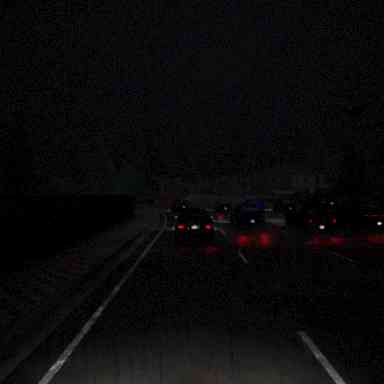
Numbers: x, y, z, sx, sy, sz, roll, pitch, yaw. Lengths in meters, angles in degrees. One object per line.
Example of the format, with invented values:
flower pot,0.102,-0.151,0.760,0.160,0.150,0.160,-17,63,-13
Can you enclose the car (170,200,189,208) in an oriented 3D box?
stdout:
car,-1.279,1.599,37.581,1.994,1.385,4.181,0,0,-11

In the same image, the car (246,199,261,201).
car,7.115,1.514,38.666,1.882,1.535,5.008,0,0,0

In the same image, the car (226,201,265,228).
car,3.608,1.546,22.069,1.812,1.442,4.674,0,0,0

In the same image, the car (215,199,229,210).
car,3.615,1.561,38.151,1.812,1.442,4.674,0,0,0

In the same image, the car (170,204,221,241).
car,0.107,1.563,16.741,2.033,1.411,5.357,0,0,0

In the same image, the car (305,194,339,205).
car,14.102,1.255,36.244,2.150,2.045,5.566,0,0,0

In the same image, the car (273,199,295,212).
car,10.615,1.561,38.138,1.812,1.442,4.674,0,0,0

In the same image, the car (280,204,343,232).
car,7.108,1.620,20.389,1.895,1.301,4.718,0,0,0

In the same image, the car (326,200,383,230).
car,10.609,1.525,21.241,1.837,1.490,4.892,0,0,0
